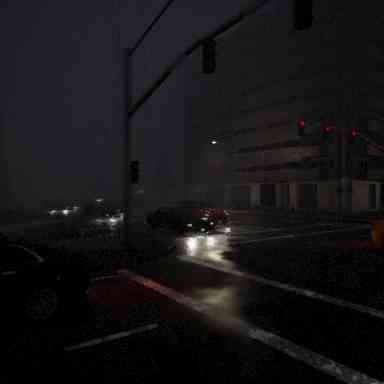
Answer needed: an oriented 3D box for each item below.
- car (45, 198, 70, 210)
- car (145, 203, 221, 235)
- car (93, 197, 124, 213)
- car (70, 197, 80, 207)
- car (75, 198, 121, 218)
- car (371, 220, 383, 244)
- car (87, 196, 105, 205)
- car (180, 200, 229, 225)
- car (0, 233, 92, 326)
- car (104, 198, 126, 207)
[{"bbox_3d":[-18.018,1.533,43.858,1.882,1.535,5.008,0,0,-35],"label":"car"},{"bbox_3d":[-0.909,1.603,19.671,2.033,1.411,5.357,0,0,-34],"label":"car"},{"bbox_3d":[-9.356,1.603,37.664,2.033,1.411,5.357,0,0,-35],"label":"car"},{"bbox_3d":[-19.916,1.604,52.687,2.033,1.411,5.357,0,0,-35],"label":"car"},{"bbox_3d":[-8.843,1.602,30.895,2.033,1.411,5.357,0,0,-35],"label":"car"},{"bbox_3d":[9.090,1.503,11.723,1.882,1.535,5.008,0,0,-35],"label":"car"},{"bbox_3d":[-17.988,1.581,62.237,1.812,1.442,4.674,0,0,-34],"label":"car"},{"bbox_3d":[0.553,1.408,23.727,2.097,1.767,4.553,0,0,-35],"label":"car"},{"bbox_3d":[-4.171,1.504,5.448,4.892,1.490,1.837,0,1,-38],"label":"car"},{"bbox_3d":[-12.714,1.656,54.812,1.895,1.301,4.718,0,0,-36],"label":"car"}]
